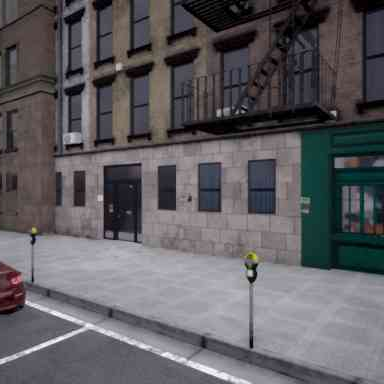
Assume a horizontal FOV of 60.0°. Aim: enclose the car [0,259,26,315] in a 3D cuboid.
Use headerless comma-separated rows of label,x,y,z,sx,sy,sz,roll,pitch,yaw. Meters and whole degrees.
car,-4.734,1.582,6.222,4.206,1.307,1.802,0,0,36
